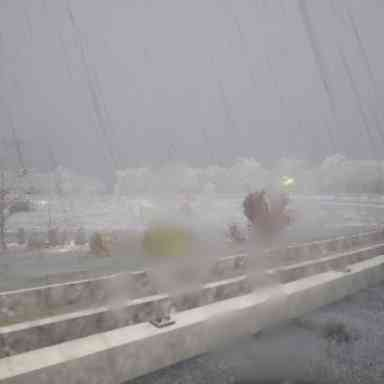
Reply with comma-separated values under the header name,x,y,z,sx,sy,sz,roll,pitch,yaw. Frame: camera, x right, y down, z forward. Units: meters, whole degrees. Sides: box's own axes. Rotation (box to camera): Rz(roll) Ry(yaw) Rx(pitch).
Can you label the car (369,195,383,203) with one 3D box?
name,x,y,z,sx,sy,sz,roll,pitch,yaw
car,44.387,1.913,77.917,1.882,1.535,5.008,0,-1,2
